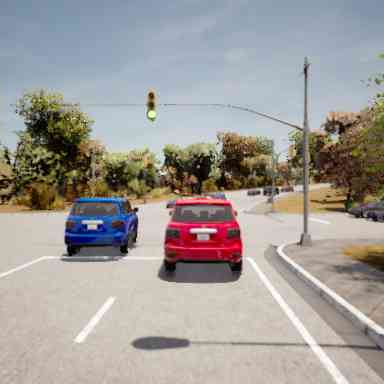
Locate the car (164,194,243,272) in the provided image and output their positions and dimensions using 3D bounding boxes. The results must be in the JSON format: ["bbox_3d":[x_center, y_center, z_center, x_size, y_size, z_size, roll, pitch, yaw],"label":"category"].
[{"bbox_3d":[0.369,1.218,10.978,2.150,2.045,5.566,0,0,2],"label":"car"}]

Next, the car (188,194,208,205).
[{"bbox_3d":[1.043,1.178,53.843,1.812,1.442,4.674,0,2,20],"label":"car"}]

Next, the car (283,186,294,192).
[{"bbox_3d":[22.696,-0.787,79.318,1.812,1.442,4.674,0,4,37],"label":"car"}]

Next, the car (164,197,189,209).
[{"bbox_3d":[-2.011,1.482,44.307,1.994,1.385,4.181,0,1,16],"label":"car"}]

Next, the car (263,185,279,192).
[{"bbox_3d":[19.086,-0.762,80.306,1.812,1.442,4.674,0,4,37],"label":"car"}]

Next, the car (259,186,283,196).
[{"bbox_3d":[16.817,-0.345,70.523,2.150,2.045,5.566,0,4,32],"label":"car"}]

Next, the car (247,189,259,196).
[{"bbox_3d":[13.489,-0.010,71.776,2.128,1.511,4.902,0,4,32],"label":"car"}]

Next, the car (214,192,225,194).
[{"bbox_3d":[4.982,0.701,63.257,1.812,1.442,4.674,0,3,25],"label":"car"}]

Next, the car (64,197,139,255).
[{"bbox_3d":[-3.458,1.218,13.522,2.150,2.045,5.566,0,0,-4],"label":"car"}]

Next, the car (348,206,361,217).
[{"bbox_3d":[15.927,1.444,28.333,4.892,1.490,1.837,-1,0,3],"label":"car"}]

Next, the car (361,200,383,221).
[{"bbox_3d":[15.433,1.509,24.852,4.181,1.385,1.994,-1,0,3],"label":"car"}]
